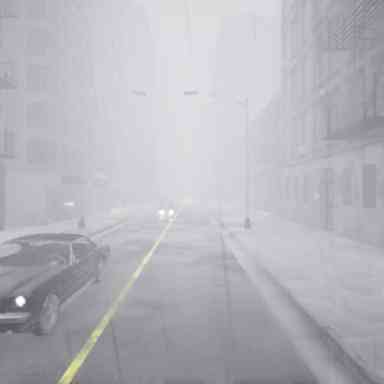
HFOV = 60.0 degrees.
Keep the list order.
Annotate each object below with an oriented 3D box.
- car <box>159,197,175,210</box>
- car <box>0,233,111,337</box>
[{"bbox_3d":[-3.107,1.396,42.031,2.128,1.511,4.902,0,0,0],"label":"car"},{"bbox_3d":[-3.103,1.587,6.746,1.895,1.301,4.718,0,0,0],"label":"car"}]
